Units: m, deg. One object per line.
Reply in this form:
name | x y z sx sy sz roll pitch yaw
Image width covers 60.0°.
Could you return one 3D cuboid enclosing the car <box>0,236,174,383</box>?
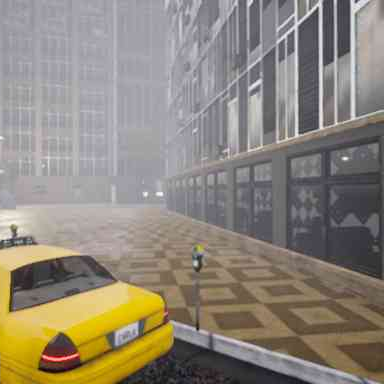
car | -2.750 1.433 4.953 5.366 1.575 1.801 0 0 36
